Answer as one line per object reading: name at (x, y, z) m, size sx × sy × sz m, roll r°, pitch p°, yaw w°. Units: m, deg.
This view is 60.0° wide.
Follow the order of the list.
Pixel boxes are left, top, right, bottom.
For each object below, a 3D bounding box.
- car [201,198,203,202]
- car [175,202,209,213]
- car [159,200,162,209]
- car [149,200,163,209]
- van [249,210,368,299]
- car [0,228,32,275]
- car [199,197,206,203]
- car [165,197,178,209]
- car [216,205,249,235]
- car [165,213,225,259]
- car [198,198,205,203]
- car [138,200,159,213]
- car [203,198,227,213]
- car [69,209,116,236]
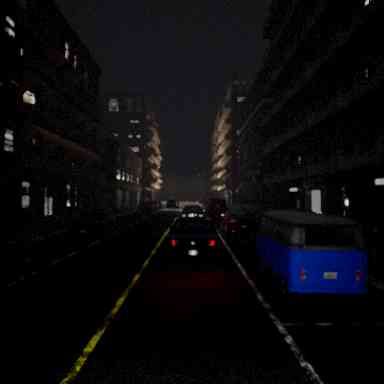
car at (2.702, 1.612, 41.755) m, size 2.192 × 1.841 × 5.009 m, roll 1°, pitch 0°, yaw 0°
car at (0.042, 1.734, 26.225) m, size 2.033 × 1.411 × 5.357 m, roll 0°, pitch 0°, yaw 0°
car at (-5.683, 1.920, 47.364) m, size 1.802 × 1.307 × 4.206 m, roll 1°, pitch 0°, yaw 0°
car at (-5.683, 1.960, 52.935) m, size 1.802 × 1.307 × 4.206 m, roll 1°, pitch 0°, yaw 0°
van at (2.703, 1.401, 8.331) m, size 1.690 × 1.788 × 3.998 m, roll 1°, pitch 0°, yaw 0°
car at (-5.680, 1.626, 8.367) m, size 1.947 × 1.339 × 4.313 m, roll 1°, pitch 0°, yaw 0°
car at (2.696, 2.144, 86.492) m, size 1.752 × 1.417 × 4.829 m, roll 1°, pitch 0°, yaw 0°
car at (-3.083, 1.879, 52.436) m, size 1.837 × 1.490 × 4.892 m, roll 0°, pitch 0°, yaw 0°
car at (2.700, 1.683, 19.470) m, size 1.887 × 1.381 × 4.507 m, roll 1°, pitch 0°, yaw 0°
car at (0.057, 1.693, 12.989) m, size 1.895 × 1.301 × 4.718 m, roll 0°, pitch 0°, yaw 0°
car at (2.695, 2.240, 91.893) m, size 1.802 × 1.307 × 4.206 m, roll 1°, pitch 0°, yaw 0°
car at (-5.682, 1.843, 41.794) m, size 1.887 × 1.381 × 4.507 m, roll 1°, pitch 0°, yaw 0°
car at (2.702, 1.573, 36.185) m, size 2.192 × 1.841 × 5.009 m, roll 1°, pitch 0°, yaw 0°
car at (-5.681, 1.705, 19.509) m, size 1.947 × 1.339 × 4.313 m, roll 1°, pitch 0°, yaw 0°
